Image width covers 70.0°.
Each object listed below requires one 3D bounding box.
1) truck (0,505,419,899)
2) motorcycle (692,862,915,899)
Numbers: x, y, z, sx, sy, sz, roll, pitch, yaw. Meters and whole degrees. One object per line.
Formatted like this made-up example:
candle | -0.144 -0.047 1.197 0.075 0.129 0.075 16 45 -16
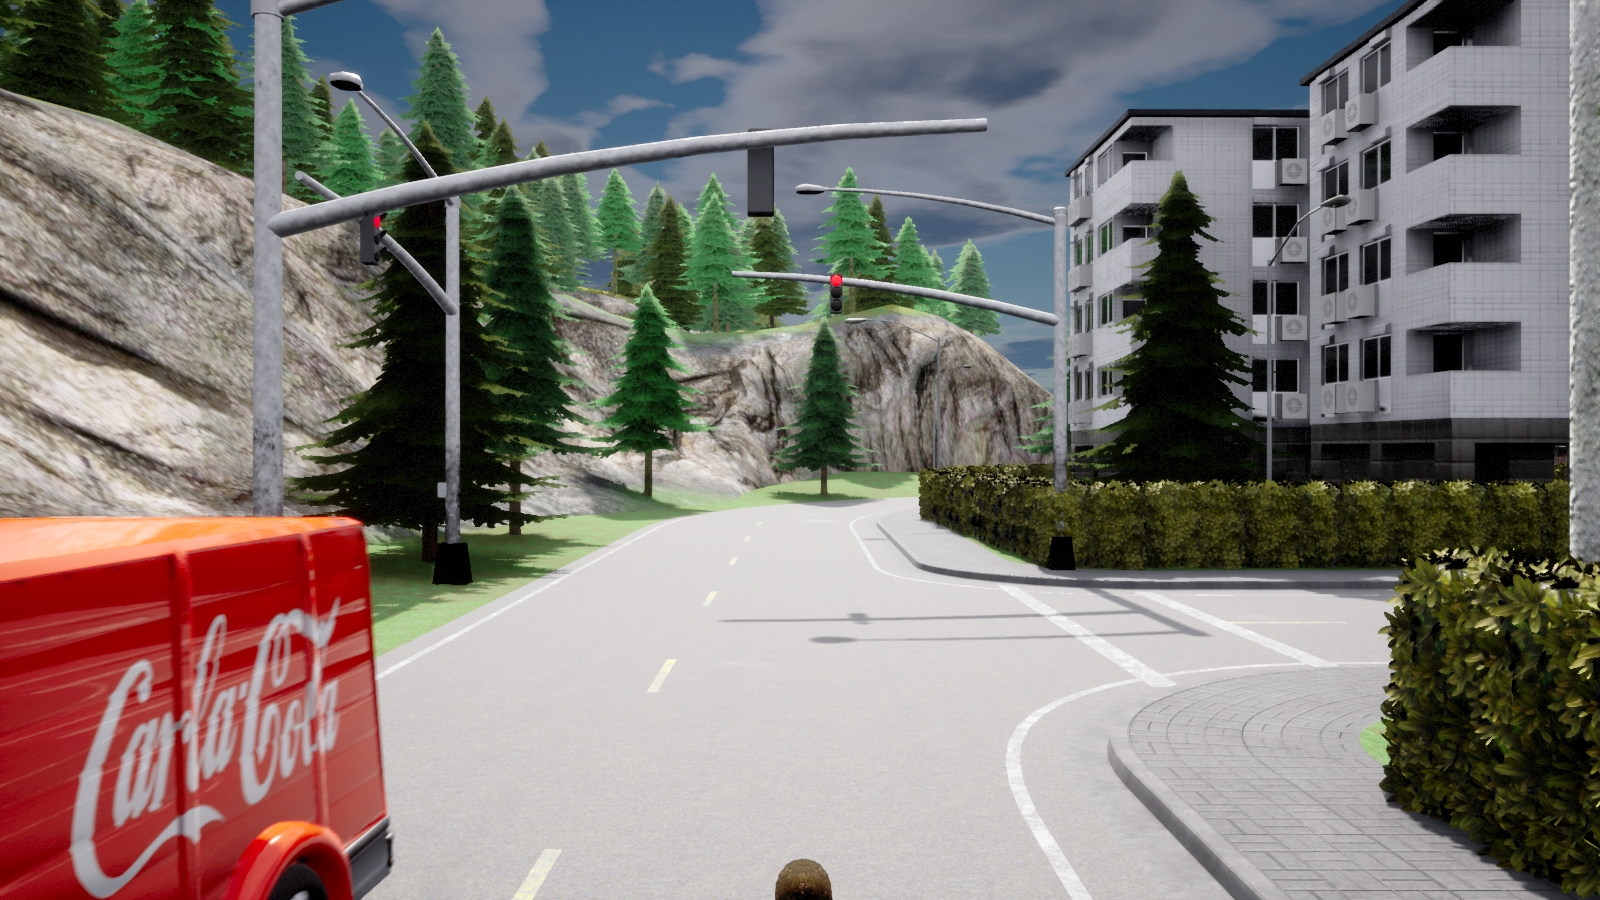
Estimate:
truck | -3.489 1.548 3.909 2.627 2.467 5.204 0 0 0
motorcycle | 0.010 2.193 3.477 0.803 1.145 2.033 0 0 0
